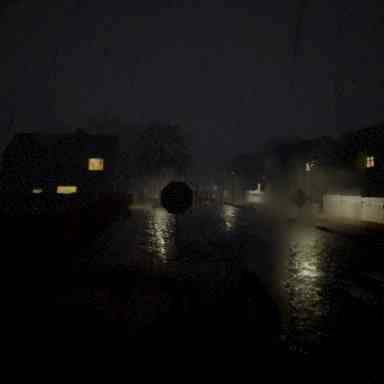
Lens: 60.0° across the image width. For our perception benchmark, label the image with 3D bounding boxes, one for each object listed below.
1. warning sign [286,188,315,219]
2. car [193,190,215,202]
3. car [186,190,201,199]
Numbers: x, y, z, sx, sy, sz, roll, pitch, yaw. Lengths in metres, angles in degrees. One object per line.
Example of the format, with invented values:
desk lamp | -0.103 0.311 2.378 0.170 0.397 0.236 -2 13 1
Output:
warning sign | 6.753 0.699 20.813 1.300 1.860 1.060 -3 -1 -6
car | 1.804 0.634 44.765 2.033 1.411 5.357 0 1 -6
car | 0.217 0.367 59.565 2.033 1.411 5.357 0 1 -6
